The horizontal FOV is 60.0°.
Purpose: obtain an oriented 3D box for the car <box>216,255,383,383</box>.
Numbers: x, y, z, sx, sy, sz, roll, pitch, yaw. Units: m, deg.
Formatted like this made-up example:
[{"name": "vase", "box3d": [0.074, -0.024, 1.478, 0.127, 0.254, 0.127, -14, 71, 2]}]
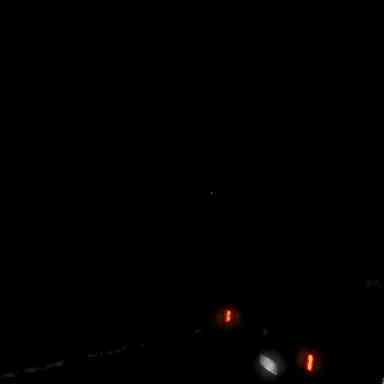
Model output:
[{"name": "car", "box3d": [2.784, 1.604, 4.722, 4.718, 1.301, 1.895, 0, 0, -29]}]
